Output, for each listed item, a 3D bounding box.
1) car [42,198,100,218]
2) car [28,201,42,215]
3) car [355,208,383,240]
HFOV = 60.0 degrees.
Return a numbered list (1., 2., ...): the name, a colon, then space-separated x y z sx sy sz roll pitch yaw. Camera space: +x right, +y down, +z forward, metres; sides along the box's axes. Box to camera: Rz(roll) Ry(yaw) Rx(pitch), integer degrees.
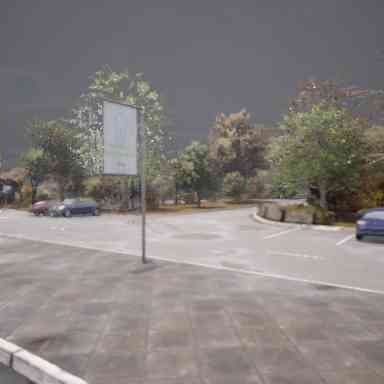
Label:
1. car: -10.642 1.328 30.204 2.185 1.767 4.553 0 0 35
2. car: -13.264 1.496 31.987 2.002 1.452 4.674 0 0 35
3. car: 9.139 1.491 16.027 2.002 1.452 4.674 0 0 36
